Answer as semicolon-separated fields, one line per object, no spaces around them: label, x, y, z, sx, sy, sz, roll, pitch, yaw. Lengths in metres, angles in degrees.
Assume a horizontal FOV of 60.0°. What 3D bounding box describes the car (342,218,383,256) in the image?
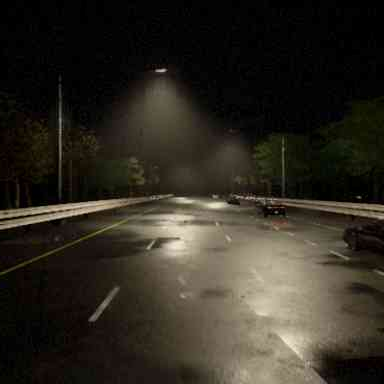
car;7.002;1.551;11.013;2.033;1.411;5.357;0;0;0

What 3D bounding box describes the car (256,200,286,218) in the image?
car;7.036;1.501;30.035;2.128;1.511;4.902;0;0;0

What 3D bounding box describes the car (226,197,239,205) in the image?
car;7.139;1.584;58.855;1.994;1.385;4.181;0;0;0
